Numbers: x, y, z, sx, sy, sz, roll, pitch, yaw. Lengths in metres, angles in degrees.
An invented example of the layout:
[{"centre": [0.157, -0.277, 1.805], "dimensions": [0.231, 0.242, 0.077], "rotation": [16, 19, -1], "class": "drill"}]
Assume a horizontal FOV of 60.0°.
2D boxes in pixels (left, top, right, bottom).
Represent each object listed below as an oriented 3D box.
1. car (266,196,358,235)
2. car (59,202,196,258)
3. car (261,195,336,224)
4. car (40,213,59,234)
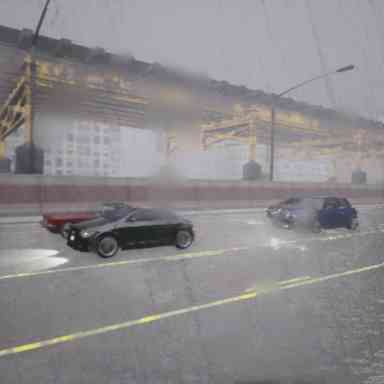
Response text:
[{"centre": [6.182, 1.002, 16.496], "dimensions": [4.553, 1.767, 2.097], "rotation": [0, 2, -34], "class": "car"}, {"centre": [-1.929, 1.203, 11.123], "dimensions": [4.181, 1.385, 1.994], "rotation": [0, 2, -34], "class": "car"}, {"centre": [6.858, 1.035, 21.151], "dimensions": [4.892, 1.490, 1.837], "rotation": [-1, 2, -34], "class": "car"}, {"centre": [-3.801, 1.121, 14.078], "dimensions": [4.718, 1.301, 1.895], "rotation": [0, 2, -34], "class": "car"}]
